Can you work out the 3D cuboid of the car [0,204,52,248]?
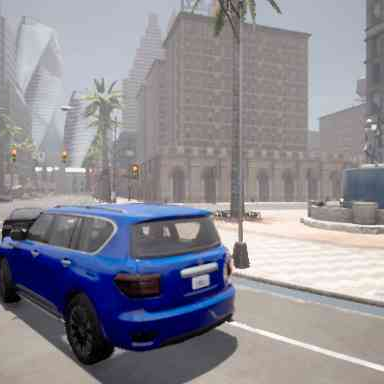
[{"bbox_3d":[-7.761,1.469,15.961,1.882,1.535,5.008,0,0,-23],"label":"car"}]

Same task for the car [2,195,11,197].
[{"bbox_3d":[-39.218,1.471,70.177,2.161,1.482,4.786,0,0,-18],"label":"car"}]

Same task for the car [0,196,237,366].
[{"bbox_3d":[-1.773,1.221,6.141,2.150,2.045,5.566,0,0,-45],"label":"car"}]
